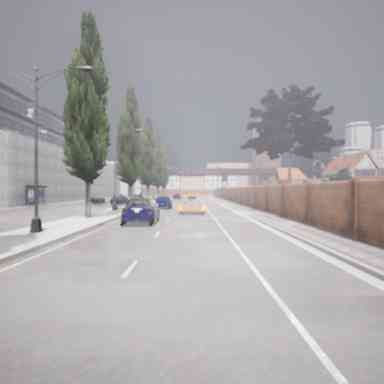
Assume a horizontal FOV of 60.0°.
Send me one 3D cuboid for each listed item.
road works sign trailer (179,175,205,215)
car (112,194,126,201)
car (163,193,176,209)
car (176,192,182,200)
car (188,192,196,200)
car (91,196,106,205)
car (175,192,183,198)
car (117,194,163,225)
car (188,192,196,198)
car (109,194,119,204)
[{"bbox_3d":[0.003,0.257,30.639,2.380,3.560,2.880,0,0,0],"label":"road works sign trailer"},{"bbox_3d":[-14.994,1.063,68.371,1.812,1.442,4.674,0,0,0],"label":"car"},{"bbox_3d":[-3.397,1.204,40.530,1.882,1.535,5.008,0,0,0],"label":"car"},{"bbox_3d":[-3.493,1.000,76.458,2.128,1.511,4.902,0,0,0],"label":"car"},{"bbox_3d":[0.007,1.072,76.775,1.895,1.301,4.718,0,0,0],"label":"car"},{"bbox_3d":[-15.060,1.249,52.153,1.895,1.301,4.718,0,0,0],"label":"car"},{"bbox_3d":[-3.492,0.825,86.851,1.882,1.535,5.008,0,0,0],"label":"car"},{"bbox_3d":[-3.398,1.199,22.602,2.097,1.767,4.553,0,0,0],"label":"car"},{"bbox_3d":[0.008,0.825,86.851,1.882,1.535,5.008,0,0,0],"label":"car"},{"bbox_3d":[-11.558,1.193,52.606,2.033,1.411,5.357,0,0,1],"label":"car"}]
